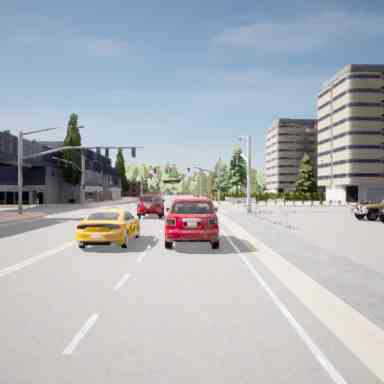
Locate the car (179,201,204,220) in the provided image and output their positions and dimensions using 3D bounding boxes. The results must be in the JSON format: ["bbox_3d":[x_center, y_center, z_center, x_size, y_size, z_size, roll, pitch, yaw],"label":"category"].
[{"bbox_3d":[-0.127,1.562,29.767,2.033,1.411,5.357,0,0,-1],"label":"car"}]

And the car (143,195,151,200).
[{"bbox_3d":[-12.505,1.531,92.717,1.994,1.385,4.181,0,0,-2],"label":"car"}]

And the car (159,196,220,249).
[{"bbox_3d":[0.000,1.257,14.680,2.150,2.045,5.566,0,0,0],"label":"car"}]

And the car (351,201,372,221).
[{"bbox_3d":[14.269,1.151,24.431,4.605,1.855,1.932,0,0,-2],"label":"car"}]

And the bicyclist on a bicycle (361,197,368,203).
[{"bbox_3d":[17.941,1.301,34.707,0.582,1.620,1.656,0,0,-2],"label":"bicyclist on a bicycle"}]

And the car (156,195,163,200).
[{"bbox_3d":[-9.006,1.503,92.809,1.812,1.442,4.674,0,0,-2],"label":"car"}]

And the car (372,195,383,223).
[{"bbox_3d":[14.289,1.154,21.536,3.866,1.878,1.905,0,0,-2],"label":"car"}]

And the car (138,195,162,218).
[{"bbox_3d":[-3.626,1.257,29.718,2.150,2.045,5.566,0,0,-1],"label":"car"}]

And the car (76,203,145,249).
[{"bbox_3d":[-3.500,1.484,14.650,1.882,1.535,5.008,0,0,0],"label":"car"}]
